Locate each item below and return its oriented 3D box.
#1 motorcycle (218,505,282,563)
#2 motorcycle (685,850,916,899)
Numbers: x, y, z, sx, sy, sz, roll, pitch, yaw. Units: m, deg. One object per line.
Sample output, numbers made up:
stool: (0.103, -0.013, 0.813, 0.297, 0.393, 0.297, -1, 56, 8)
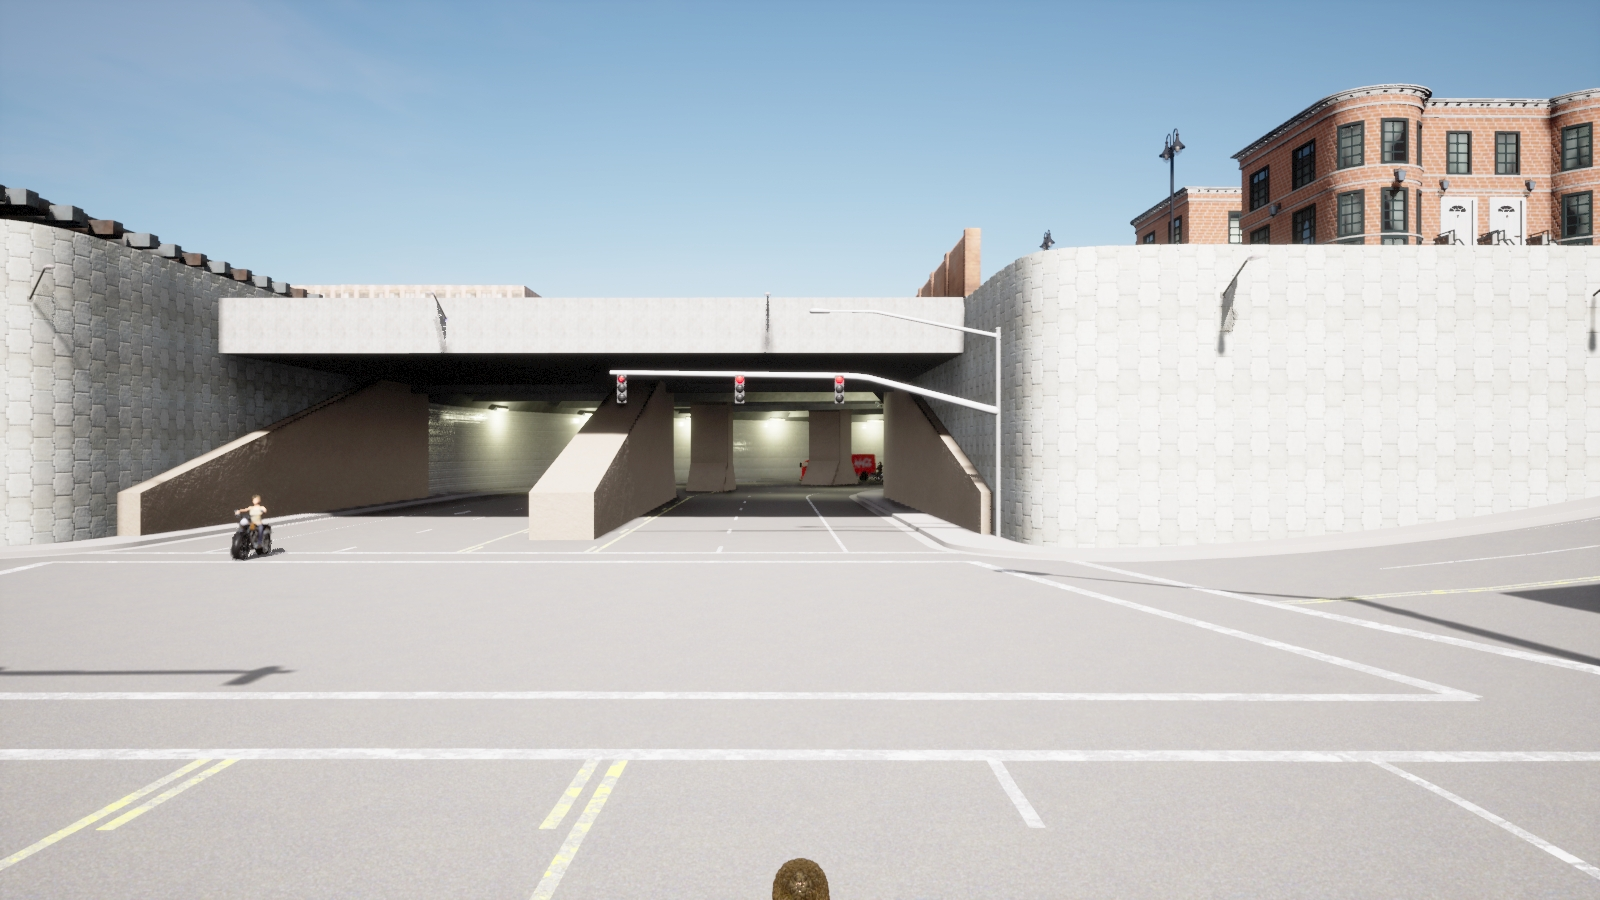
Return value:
motorcycle: (-14.214, 2.142, 29.590, 0.764, 1.332, 2.356, 0, 0, -6)
motorcycle: (0.004, 2.174, 3.443, 0.803, 1.224, 2.033, 0, 0, 0)
